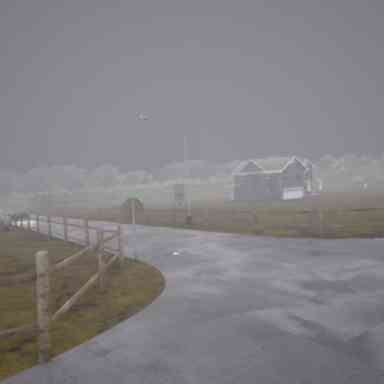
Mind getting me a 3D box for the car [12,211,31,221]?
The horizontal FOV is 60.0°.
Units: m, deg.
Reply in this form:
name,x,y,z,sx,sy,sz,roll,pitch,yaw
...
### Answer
name,x,y,z,sx,sy,sz,roll,pitch,yaw
car,-23.758,3.272,46.276,1.895,1.301,4.718,-4,1,-35
